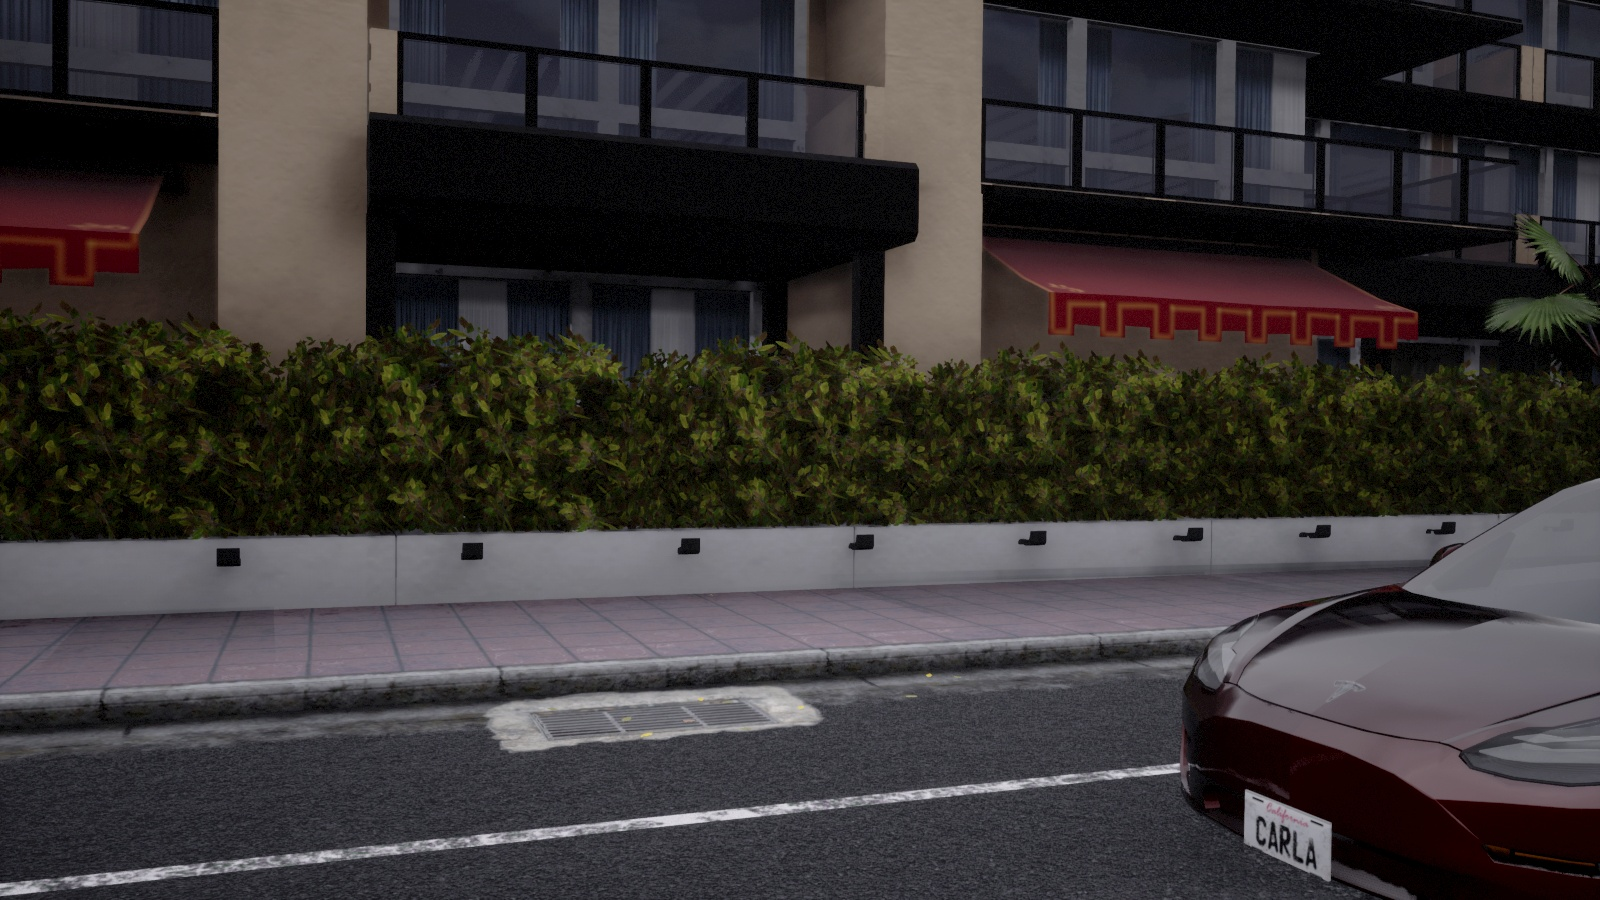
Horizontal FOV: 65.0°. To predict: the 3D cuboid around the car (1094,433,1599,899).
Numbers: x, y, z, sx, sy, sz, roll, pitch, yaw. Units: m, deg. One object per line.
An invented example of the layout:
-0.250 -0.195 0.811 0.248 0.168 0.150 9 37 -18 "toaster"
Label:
3.760 0.681 4.671 4.792 1.488 2.163 -1 1 -21 "car"
